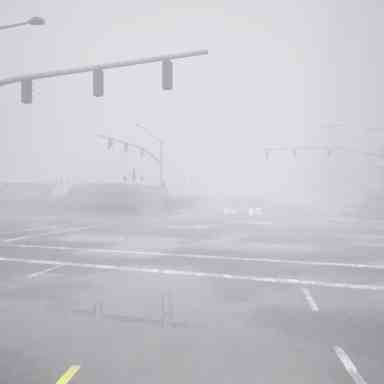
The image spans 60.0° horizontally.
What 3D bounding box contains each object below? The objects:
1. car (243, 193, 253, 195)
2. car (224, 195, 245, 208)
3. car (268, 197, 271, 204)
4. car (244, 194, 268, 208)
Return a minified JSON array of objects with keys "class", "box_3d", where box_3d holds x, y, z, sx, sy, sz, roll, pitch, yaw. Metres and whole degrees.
[{"class":"car","box_3d":[10.952,1.221,65.571,2.150,2.045,5.566,0,0,18]},{"class":"car","box_3d":[6.063,1.491,49.761,2.128,1.511,4.902,0,0,17]},{"class":"car","box_3d":[13.984,1.526,63.562,1.812,1.442,4.674,0,0,17]},{"class":"car","box_3d":[9.414,1.491,48.750,2.128,1.511,4.902,0,0,17]}]
